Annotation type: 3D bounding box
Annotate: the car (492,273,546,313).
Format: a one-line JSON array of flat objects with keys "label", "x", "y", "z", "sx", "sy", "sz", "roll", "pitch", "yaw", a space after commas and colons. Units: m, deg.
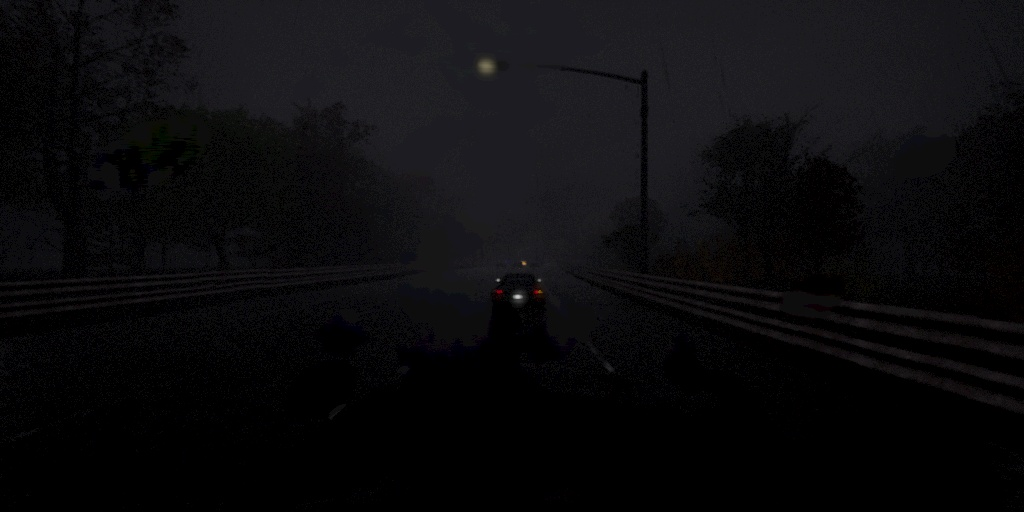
[{"label": "car", "x": 0.290, "y": 1.382, "z": 14.340, "sx": 1.994, "sy": 1.385, "sz": 4.181, "roll": 0, "pitch": 0, "yaw": 2}]
